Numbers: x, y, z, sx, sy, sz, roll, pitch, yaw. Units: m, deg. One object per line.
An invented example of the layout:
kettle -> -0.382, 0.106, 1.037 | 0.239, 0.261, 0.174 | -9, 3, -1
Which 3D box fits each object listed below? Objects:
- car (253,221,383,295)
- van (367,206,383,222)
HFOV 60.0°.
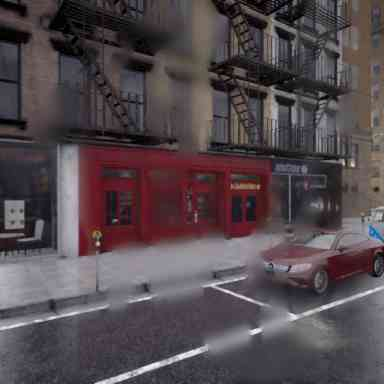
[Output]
car -> 3.458, 1.582, 8.648 | 4.206, 1.307, 1.802 | 0, 0, -35
van -> 7.865, 1.341, 11.780 | 3.998, 1.788, 1.690 | 0, 0, -35
